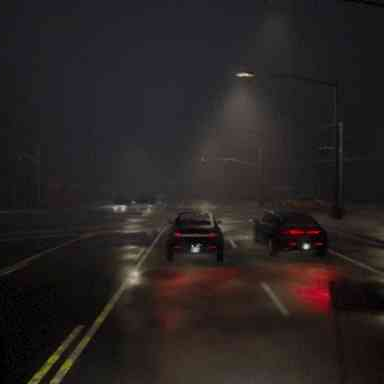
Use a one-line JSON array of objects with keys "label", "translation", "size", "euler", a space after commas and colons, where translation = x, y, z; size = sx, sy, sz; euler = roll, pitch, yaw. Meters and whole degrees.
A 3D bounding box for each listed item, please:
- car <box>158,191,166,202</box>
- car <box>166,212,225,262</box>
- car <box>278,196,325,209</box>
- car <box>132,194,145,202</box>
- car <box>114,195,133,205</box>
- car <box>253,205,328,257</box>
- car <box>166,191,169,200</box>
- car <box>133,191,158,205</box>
[{"label": "car", "translation": [-7.000, 0.882, 66.437], "size": [2.150, 2.045, 5.566], "euler": [0, 1, 0]}, {"label": "car", "translation": [0.098, 1.468, 12.131], "size": [2.128, 1.511, 4.902], "euler": [0, 0, 0]}, {"label": "car", "translation": [12.166, 1.196, 37.130], "size": [5.008, 1.535, 1.882], "euler": [0, 1, 0]}, {"label": "car", "translation": [-10.504, 1.187, 65.446], "size": [1.812, 1.442, 4.674], "euler": [0, 0, 0]}, {"label": "car", "translation": [-10.564, 1.147, 50.683], "size": [2.128, 1.511, 4.902], "euler": [0, 0, 0]}, {"label": "car", "translation": [3.605, 1.476, 12.921], "size": [1.837, 1.490, 4.892], "euler": [0, 0, 0]}, {"label": "car", "translation": [-6.998, 0.804, 82.302], "size": [2.150, 2.045, 5.566], "euler": [0, 0, 0]}, {"label": "car", "translation": [-7.052, 0.873, 51.182], "size": [2.150, 2.045, 5.566], "euler": [0, 1, 1]}]
